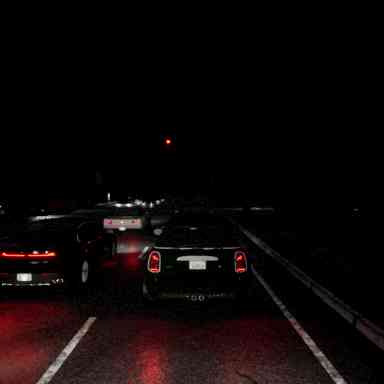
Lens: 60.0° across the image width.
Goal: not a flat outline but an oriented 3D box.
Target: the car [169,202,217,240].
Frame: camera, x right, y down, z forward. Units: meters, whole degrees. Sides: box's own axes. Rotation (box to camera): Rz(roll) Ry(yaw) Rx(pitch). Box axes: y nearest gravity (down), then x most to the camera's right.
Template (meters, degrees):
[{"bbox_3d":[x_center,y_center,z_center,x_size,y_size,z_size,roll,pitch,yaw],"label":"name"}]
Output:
[{"bbox_3d":[0.083,1.388,17.315,2.128,1.511,4.902,0,0,1],"label":"car"}]

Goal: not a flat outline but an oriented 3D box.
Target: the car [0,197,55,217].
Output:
[{"bbox_3d":[-14.255,1.364,28.421,4.181,1.385,1.994,0,0,22],"label":"car"}]

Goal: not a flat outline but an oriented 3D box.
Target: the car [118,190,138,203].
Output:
[{"bbox_3d":[-10.627,0.929,53.912,2.097,1.767,4.553,0,0,0],"label":"car"}]

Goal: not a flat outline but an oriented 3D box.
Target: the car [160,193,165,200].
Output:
[{"bbox_3d":[-7.088,1.006,66.123,2.033,1.411,5.357,0,1,1],"label":"car"}]

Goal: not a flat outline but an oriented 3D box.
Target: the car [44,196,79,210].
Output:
[{"bbox_3d":[-14.467,1.222,34.660,5.008,1.535,1.882,0,1,-13],"label":"car"}]

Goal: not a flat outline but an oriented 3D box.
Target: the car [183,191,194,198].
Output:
[{"bbox_3d":[-0.571,0.709,86.123,1.812,1.442,4.674,0,1,-4],"label":"car"}]

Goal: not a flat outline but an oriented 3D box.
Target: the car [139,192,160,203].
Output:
[{"bbox_3d":[-7.129,1.106,56.056,2.033,1.411,5.357,0,1,0],"label":"car"}]

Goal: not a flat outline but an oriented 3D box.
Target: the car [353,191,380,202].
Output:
[{"bbox_3d":[21.927,0.923,39.732,5.566,2.045,2.150,0,1,-3],"label":"car"}]

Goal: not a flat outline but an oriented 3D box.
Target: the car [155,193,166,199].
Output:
[{"bbox_3d":[-7.204,0.871,76.550,2.033,1.411,5.357,0,1,-1],"label":"car"}]

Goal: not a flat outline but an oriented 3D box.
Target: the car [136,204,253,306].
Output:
[{"bbox_3d":[0.098,1.323,8.118,2.097,1.767,4.553,0,0,0],"label":"car"}]

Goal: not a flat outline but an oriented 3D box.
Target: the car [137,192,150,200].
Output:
[{"bbox_3d":[-10.638,0.895,73.577,2.128,1.511,4.902,0,1,-1],"label":"car"}]

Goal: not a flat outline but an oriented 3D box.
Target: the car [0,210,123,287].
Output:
[{"bbox_3d":[-3.403,1.468,9.175,1.837,1.490,4.892,0,0,0],"label":"car"}]

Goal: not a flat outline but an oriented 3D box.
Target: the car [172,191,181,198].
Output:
[{"bbox_3d":[-4.046,0.693,85.626,1.837,1.490,4.892,0,1,-4],"label":"car"}]

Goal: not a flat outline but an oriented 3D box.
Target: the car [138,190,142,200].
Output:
[{"bbox_3d":[-10.601,0.710,63.352,2.150,2.045,5.566,0,1,0],"label":"car"}]

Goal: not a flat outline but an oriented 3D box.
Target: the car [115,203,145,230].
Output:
[{"bbox_3d":[-3.412,1.487,18.496,1.895,1.301,4.718,0,0,0],"label":"car"}]

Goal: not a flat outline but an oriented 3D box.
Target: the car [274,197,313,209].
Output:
[{"bbox_3d":[12.176,1.307,39.178,4.718,1.301,1.895,0,1,-3],"label":"car"}]
